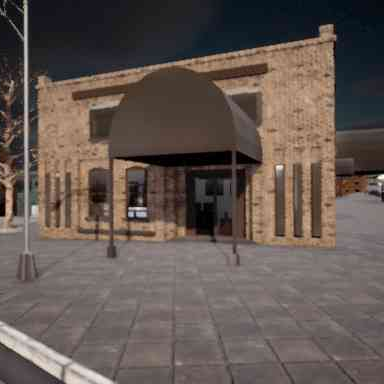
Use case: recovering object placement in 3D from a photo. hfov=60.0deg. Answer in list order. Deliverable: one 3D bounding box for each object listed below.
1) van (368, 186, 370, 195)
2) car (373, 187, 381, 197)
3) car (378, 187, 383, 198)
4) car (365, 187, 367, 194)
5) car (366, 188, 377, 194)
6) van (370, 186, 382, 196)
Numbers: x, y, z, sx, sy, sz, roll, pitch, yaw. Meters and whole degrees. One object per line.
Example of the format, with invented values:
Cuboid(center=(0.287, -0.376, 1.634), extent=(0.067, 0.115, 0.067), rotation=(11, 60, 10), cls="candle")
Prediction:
Cuboid(center=(39.538, -0.246, 71.566), extent=(1.878, 1.987, 4.442), rotation=(0, 1, 24), cls="van")
Cuboid(center=(35.474, 0.277, 61.356), extent=(2.163, 1.488, 4.792), rotation=(0, 1, 21), cls="car")
Cuboid(center=(33.603, 0.385, 56.193), extent=(2.097, 1.535, 5.008), rotation=(0, 1, 20), cls="car")
Cuboid(center=(41.820, -0.089, 76.763), extent=(2.002, 1.452, 4.674), rotation=(0, 1, 24), cls="car")
Cuboid(center=(44.121, -0.174, 81.805), extent=(2.002, 1.452, 4.674), rotation=(-1, 0, 25), cls="car")
Cuboid(center=(37.444, -0.118, 66.440), extent=(1.878, 1.987, 4.442), rotation=(0, 1, 22), cls="van")
